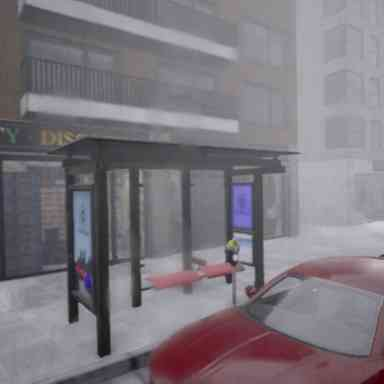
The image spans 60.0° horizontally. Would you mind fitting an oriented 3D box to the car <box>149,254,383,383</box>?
[{"bbox_3d":[1.676,1.456,3.572,4.507,1.381,1.887,-2,1,-35],"label":"car"}]
